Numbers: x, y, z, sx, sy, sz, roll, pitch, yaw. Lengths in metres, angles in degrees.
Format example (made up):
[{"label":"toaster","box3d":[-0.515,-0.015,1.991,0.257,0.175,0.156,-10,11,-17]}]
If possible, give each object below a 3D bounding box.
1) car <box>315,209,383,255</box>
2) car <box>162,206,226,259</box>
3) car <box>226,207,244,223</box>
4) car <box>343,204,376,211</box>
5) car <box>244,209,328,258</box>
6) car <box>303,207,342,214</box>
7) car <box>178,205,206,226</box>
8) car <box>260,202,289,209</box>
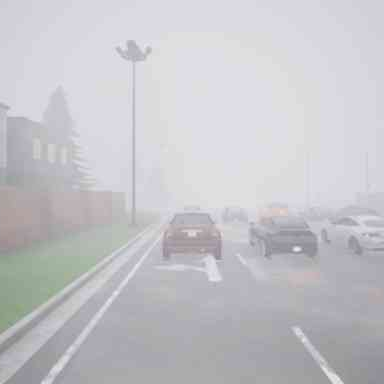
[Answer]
[{"label":"car","box3d":[7.024,1.678,13.891,1.812,1.442,4.674,0,0,1]},{"label":"car","box3d":[0.021,1.498,13.419,2.097,1.767,4.553,0,-1,0]},{"label":"car","box3d":[3.519,1.909,28.237,1.895,1.301,4.718,0,-1,0]},{"label":"car","box3d":[14.022,1.818,28.493,1.837,1.490,4.892,0,0,0]},{"label":"car","box3d":[3.521,1.655,13.493,1.837,1.490,4.892,0,0,1]},{"label":"car","box3d":[10.519,1.909,28.237,1.895,1.301,4.718,0,-1,0]},{"label":"car","box3d":[0.012,1.848,27.506,2.033,1.411,5.357,0,-1,0]},{"label":"car","box3d":[7.022,1.661,28.417,2.097,1.767,4.553,0,-1,0]}]
